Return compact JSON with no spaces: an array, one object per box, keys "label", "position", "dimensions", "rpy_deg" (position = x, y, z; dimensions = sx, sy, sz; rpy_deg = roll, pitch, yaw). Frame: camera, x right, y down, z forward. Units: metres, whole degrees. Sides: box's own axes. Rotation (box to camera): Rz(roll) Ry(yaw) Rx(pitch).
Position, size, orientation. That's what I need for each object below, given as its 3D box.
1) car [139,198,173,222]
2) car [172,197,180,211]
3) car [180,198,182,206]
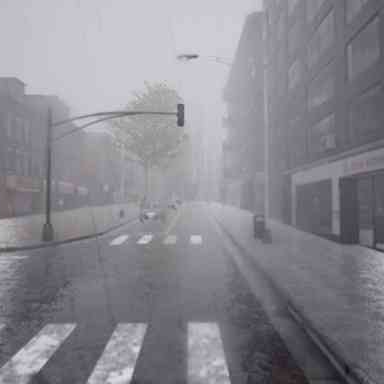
[{"label":"car","position":[-2.848,1.470,25.626],"dimensions":[2.128,1.511,4.902],"rpy_deg":[0,0,0]},{"label":"car","position":[-2.841,1.539,40.942],"dimensions":[1.837,1.490,4.892],"rpy_deg":[0,-1,0]},{"label":"car","position":[-2.749,1.566,57.895],"dimensions":[1.882,1.535,5.008],"rpy_deg":[0,-1,0]}]
